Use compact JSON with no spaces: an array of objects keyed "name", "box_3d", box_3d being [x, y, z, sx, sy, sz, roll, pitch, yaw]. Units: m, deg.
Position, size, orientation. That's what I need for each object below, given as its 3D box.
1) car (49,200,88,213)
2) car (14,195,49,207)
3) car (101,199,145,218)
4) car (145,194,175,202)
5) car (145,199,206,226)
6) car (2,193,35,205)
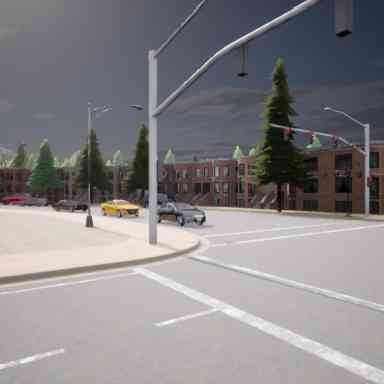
[{"name":"car","box_3d":[-13.904,1.601,37.963,4.718,1.301,1.895,0,0,37]},{"name":"car","box_3d":[-24.113,1.547,51.176,5.357,1.411,2.033,0,0,17]},{"name":"car","box_3d":[-6.732,1.478,30.902,1.882,1.535,5.008,0,0,-40]},{"name":"car","box_3d":[-4.621,1.221,44.205,5.566,2.045,2.150,0,0,42]},{"name":"car","box_3d":[-0.978,1.492,23.340,2.128,1.511,4.902,0,0,-36]},{"name":"car","box_3d":[-28.974,1.222,55.963,5.566,2.045,2.150,0,0,10]}]
